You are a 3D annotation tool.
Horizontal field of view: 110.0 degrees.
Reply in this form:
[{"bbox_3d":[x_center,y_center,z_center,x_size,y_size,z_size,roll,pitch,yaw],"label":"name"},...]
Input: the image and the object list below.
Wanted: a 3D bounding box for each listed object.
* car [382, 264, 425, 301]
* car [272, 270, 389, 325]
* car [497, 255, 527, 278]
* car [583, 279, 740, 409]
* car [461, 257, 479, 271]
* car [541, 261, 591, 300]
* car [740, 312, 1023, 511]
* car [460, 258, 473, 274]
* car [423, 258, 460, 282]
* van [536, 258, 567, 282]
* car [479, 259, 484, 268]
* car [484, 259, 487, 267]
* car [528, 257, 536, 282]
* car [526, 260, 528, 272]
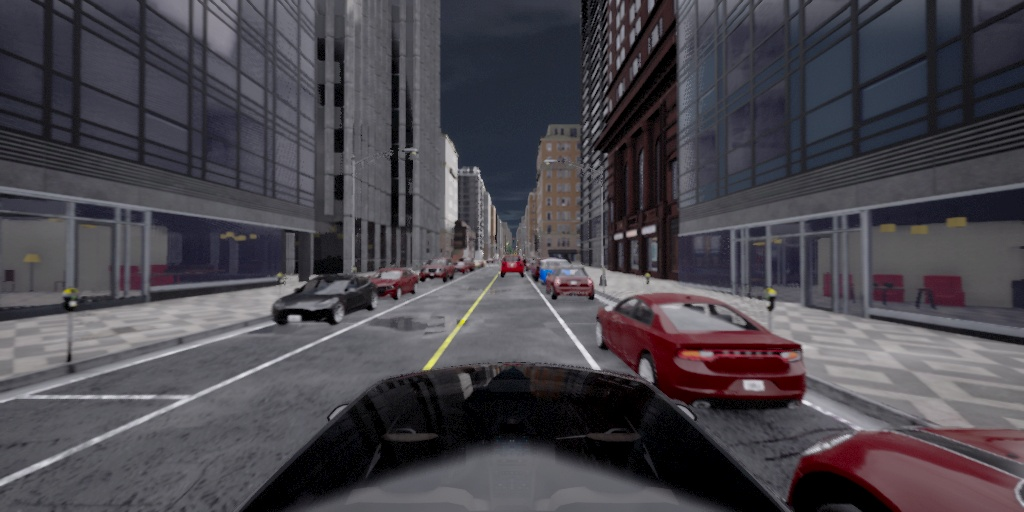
[{"bbox_3d":[-5.853,1.283,17.455,1.888,1.381,4.507,0,0,0],"label":"car"},{"bbox_3d":[-5.855,1.308,11.831,1.948,1.339,4.313,0,0,0],"label":"car"},{"bbox_3d":[0.086,0.948,34.513,2.150,2.045,5.566,0,0,2],"label":"car"},{"bbox_3d":[2.670,1.291,6.197,1.888,1.381,4.507,0,0,0],"label":"car"},{"bbox_3d":[-5.845,1.038,45.578,2.192,1.841,5.009,0,0,0],"label":"car"},{"bbox_3d":[2.673,1.177,17.445,1.967,1.591,4.097,0,0,0],"label":"car"},{"bbox_3d":[2.668,1.190,0.573,1.967,1.591,4.097,0,0,0],"label":"car"},{"bbox_3d":[-5.847,1.271,39.953,1.888,1.381,4.507,0,0,0],"label":"car"},{"bbox_3d":[-5.850,1.046,28.704,2.192,1.841,5.009,0,0,0],"label":"car"},{"bbox_3d":[2.675,1.074,23.070,1.690,1.789,3.998,0,0,0],"label":"van"},{"bbox_3d":[-5.842,1.245,56.657,1.751,1.417,4.829,0,0,0],"label":"car"},{"bbox_3d":[-5.840,1.263,62.451,1.888,1.381,4.507,0,0,0],"label":"car"},{"bbox_3d":[2.676,1.045,28.694,2.192,1.841,5.009,0,0,0],"label":"car"},{"bbox_3d":[2.678,1.278,34.318,2.007,1.370,4.403,0,0,0],"label":"car"}]
